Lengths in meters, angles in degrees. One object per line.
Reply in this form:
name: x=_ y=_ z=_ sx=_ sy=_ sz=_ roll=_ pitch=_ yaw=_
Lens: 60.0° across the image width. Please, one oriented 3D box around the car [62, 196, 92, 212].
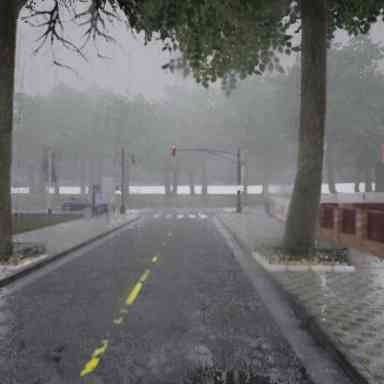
car: x=-11.284 y=1.234 z=35.334 sx=4.553 sy=1.767 sz=2.097 roll=-1 pitch=-1 yaw=1
